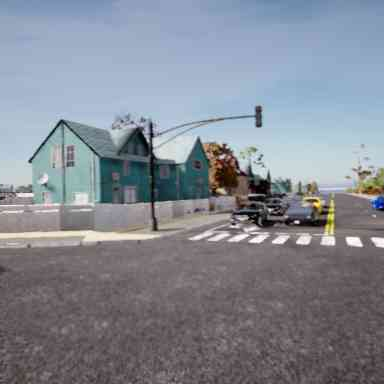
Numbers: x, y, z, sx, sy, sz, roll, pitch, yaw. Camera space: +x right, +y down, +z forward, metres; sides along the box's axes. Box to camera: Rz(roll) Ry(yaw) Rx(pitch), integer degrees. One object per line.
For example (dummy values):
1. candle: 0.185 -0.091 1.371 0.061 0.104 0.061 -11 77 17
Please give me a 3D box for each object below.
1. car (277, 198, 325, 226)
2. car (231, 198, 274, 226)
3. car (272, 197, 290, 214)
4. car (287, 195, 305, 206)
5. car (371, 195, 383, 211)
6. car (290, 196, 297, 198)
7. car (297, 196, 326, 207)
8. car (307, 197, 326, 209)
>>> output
1. car: 7.508 1.404 22.535 2.033 1.411 5.357 -1 0 26
2. car: 4.046 1.443 22.792 1.837 1.490 4.892 -1 0 23
3. car: 7.746 1.372 31.444 1.837 1.490 4.892 -1 0 23
4. car: 15.801 1.269 50.177 2.033 1.411 5.357 -1 0 23
5. car: 19.744 1.069 34.300 1.882 1.535 5.008 -1 0 23
6. car: 11.742 1.340 40.640 2.033 1.411 5.357 -1 0 23
7. car: 11.408 1.260 31.725 1.882 1.535 5.008 -1 0 23
8. car: 15.389 1.309 40.909 1.895 1.301 4.718 -1 0 23
